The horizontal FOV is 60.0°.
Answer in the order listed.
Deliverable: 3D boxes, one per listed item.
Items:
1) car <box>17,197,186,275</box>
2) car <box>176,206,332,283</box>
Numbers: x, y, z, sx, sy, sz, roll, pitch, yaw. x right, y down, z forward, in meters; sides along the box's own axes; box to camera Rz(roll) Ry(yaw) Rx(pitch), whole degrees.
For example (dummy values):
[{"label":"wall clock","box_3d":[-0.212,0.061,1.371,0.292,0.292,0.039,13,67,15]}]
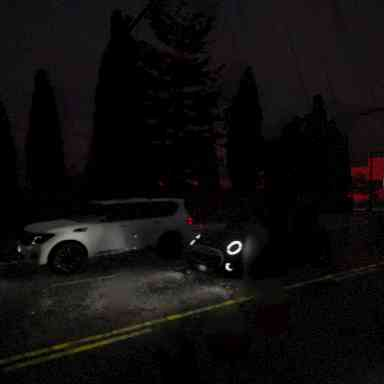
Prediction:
[{"label":"car","box_3d":[-2.516,1.215,10.800,5.566,2.045,2.150,-1,0,-36]},{"label":"car","box_3d":[2.084,1.347,9.815,4.553,1.767,2.097,0,0,-36]}]
